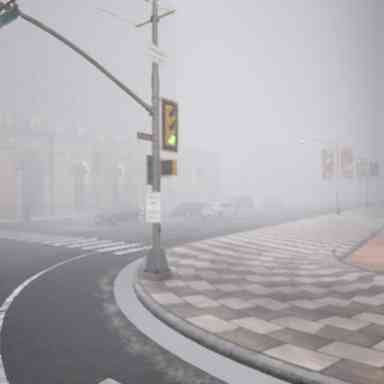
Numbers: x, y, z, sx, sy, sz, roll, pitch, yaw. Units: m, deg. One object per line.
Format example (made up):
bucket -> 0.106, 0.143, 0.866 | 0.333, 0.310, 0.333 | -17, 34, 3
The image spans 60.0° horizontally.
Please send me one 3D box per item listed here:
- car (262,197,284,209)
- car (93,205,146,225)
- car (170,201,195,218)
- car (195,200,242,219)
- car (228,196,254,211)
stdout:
car -> 12.632, 1.619, 51.694 | 2.097, 1.767, 4.553 | -1, 0, 36
car -> -5.558, 1.762, 26.290 | 1.812, 1.442, 4.674 | -1, -1, 36
car -> -0.236, 1.750, 33.728 | 1.837, 1.490, 4.892 | -1, -1, 36
car -> 2.582, 1.730, 31.319 | 1.812, 1.442, 4.674 | -1, -1, 36
car -> 6.016, 1.477, 42.445 | 2.150, 2.045, 5.566 | -1, 0, 35
